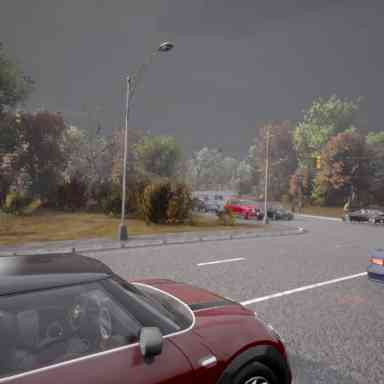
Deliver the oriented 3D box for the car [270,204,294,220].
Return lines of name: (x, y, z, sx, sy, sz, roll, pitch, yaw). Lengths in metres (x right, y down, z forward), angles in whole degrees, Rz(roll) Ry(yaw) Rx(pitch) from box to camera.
car: (9.034, 2.096, 36.440, 2.097, 1.767, 4.553, 3, -1, -23)

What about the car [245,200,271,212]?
car: (10.540, 2.238, 53.606, 2.128, 1.511, 4.902, 2, 1, -16)

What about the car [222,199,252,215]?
car: (5.939, 1.993, 44.413, 2.097, 1.767, 4.553, 3, 0, -19)

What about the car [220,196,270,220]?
car: (5.533, 1.809, 35.657, 2.150, 2.045, 5.566, 3, -1, -22)

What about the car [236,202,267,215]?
car: (8.531, 2.288, 47.938, 2.033, 1.411, 5.357, 3, 1, -18)

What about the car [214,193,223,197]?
car: (6.317, 1.106, 79.587, 1.837, 1.490, 4.892, 2, 2, -1)

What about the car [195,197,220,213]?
car: (2.042, 1.961, 44.918, 1.837, 1.490, 4.892, 3, 0, -18)

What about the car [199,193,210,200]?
car: (2.862, 1.043, 78.373, 2.128, 1.511, 4.902, 2, 2, -1)

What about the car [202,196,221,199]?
car: (3.098, 1.939, 53.770, 1.994, 1.385, 4.181, 2, 1, -15)

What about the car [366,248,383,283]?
car: (6.540, 1.662, 8.442, 5.357, 1.411, 2.033, 2, -1, -36)

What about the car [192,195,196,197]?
car: (-0.839, 1.372, 54.967, 2.150, 2.045, 5.566, 2, 2, -13)

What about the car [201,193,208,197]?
car: (1.002, 1.316, 63.631, 2.097, 1.767, 4.553, 2, 2, -10)

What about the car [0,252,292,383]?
car: (-1.211, 1.354, 2.883, 4.553, 1.767, 2.097, 0, 0, -36)

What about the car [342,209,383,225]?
car: (17.883, 2.552, 34.325, 2.128, 1.511, 4.902, 3, -1, -26)
